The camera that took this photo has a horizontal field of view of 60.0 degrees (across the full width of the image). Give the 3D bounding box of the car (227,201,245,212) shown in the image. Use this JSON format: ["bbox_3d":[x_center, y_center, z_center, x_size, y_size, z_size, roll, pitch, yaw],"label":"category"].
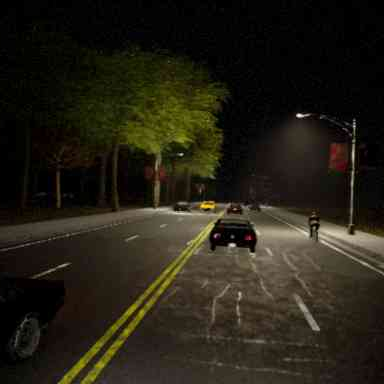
[{"bbox_3d":[5.765,2.225,44.669,1.994,1.385,4.181,2,-1,8],"label":"car"}]

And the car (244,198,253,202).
[{"bbox_3d":[13.322,2.539,77.850,2.150,2.045,5.566,2,-1,8],"label":"car"}]

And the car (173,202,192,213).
[{"bbox_3d":[-1.190,1.946,43.060,1.994,1.385,4.181,2,-1,8],"label":"car"}]

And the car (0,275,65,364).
[{"bbox_3d":[-3.189,1.512,3.107,1.895,1.301,4.718,2,-1,8],"label":"car"}]

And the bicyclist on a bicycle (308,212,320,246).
[{"bbox_3d":[6.181,1.850,16.863,0.582,1.620,1.656,2,-1,8],"label":"bicyclist on a bicycle"}]

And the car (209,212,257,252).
[{"bbox_3d":[1.886,1.820,15.226,1.895,1.301,4.718,2,-1,8],"label":"car"}]

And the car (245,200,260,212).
[{"bbox_3d":[10.581,2.518,56.375,2.033,1.411,5.357,2,-1,8],"label":"car"}]

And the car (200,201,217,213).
[{"bbox_3d":[2.220,1.998,44.037,1.882,1.535,5.008,2,-1,8],"label":"car"}]
